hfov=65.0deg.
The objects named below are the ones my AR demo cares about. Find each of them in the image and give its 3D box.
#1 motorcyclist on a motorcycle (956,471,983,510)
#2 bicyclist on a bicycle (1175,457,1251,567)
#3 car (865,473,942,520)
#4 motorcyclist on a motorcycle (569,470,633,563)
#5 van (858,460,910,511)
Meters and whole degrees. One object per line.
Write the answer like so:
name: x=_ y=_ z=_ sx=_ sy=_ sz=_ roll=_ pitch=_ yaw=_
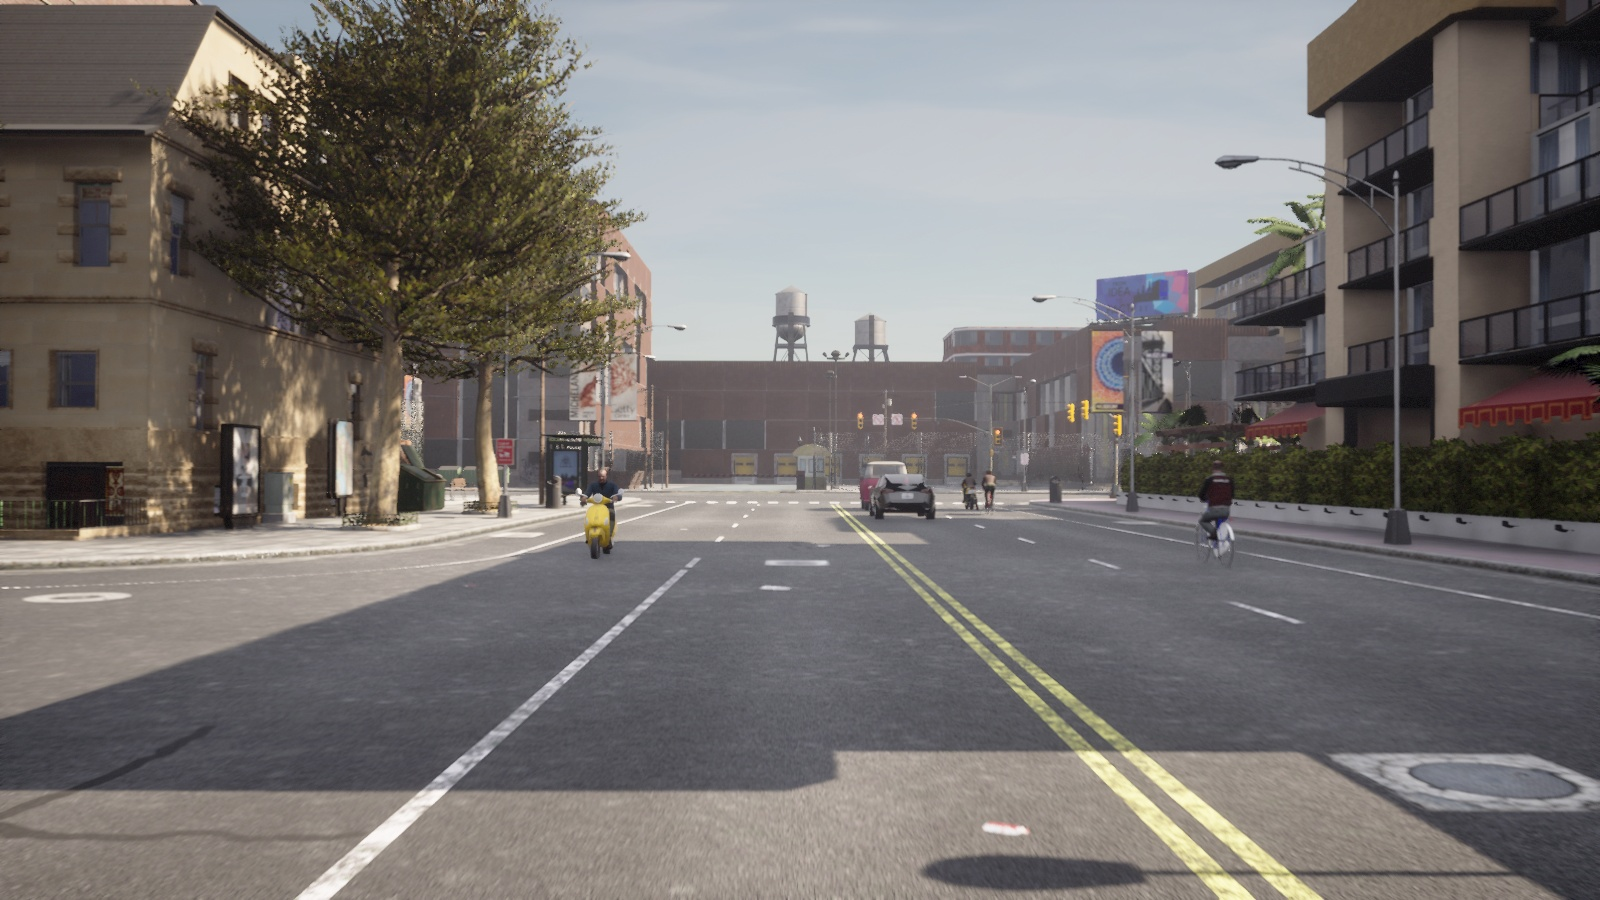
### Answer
motorcyclist on a motorcycle: x=6.878 y=1.623 z=51.015 sx=0.797 sy=1.523 sz=2.044 roll=0 pitch=-1 yaw=0
bicyclist on a bicycle: x=6.947 y=1.013 z=21.225 sx=0.659 sy=1.776 sz=1.843 roll=0 pitch=-1 yaw=0
car: x=3.397 y=1.506 z=42.127 sx=2.163 sy=1.488 sz=4.792 roll=0 pitch=-1 yaw=0
motorcyclist on a motorcycle: x=-3.556 y=1.160 z=22.574 sx=0.866 sy=1.590 sz=1.817 roll=0 pitch=-1 yaw=0
van: x=3.373 y=1.410 z=51.159 sx=1.775 sy=1.987 sz=4.442 roll=0 pitch=-1 yaw=0
